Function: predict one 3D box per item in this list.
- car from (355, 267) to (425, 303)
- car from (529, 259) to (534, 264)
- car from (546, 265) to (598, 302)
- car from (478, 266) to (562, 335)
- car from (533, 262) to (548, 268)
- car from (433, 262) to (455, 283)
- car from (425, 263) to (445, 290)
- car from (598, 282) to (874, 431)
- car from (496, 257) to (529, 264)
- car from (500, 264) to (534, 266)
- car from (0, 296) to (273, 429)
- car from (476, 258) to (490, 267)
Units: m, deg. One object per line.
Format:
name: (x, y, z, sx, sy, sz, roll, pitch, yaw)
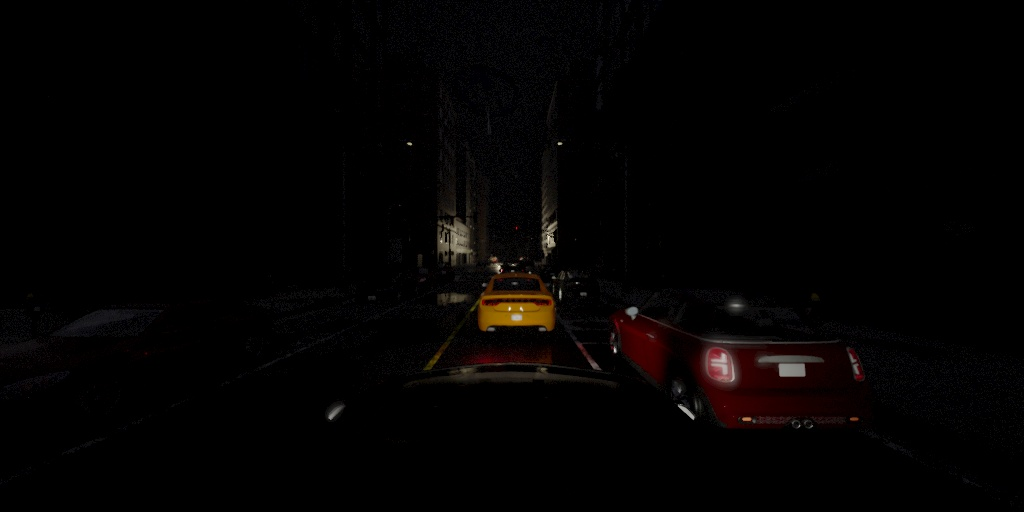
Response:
car: (-5.640, 1.311, 16.618, 1.948, 1.339, 4.313, 0, 0, 0)
car: (3.013, 1.207, 64.693, 1.967, 1.591, 4.097, 0, 0, 0)
car: (2.885, 1.295, 16.601, 2.007, 1.370, 4.403, 0, 0, 0)
car: (0.114, 1.224, 10.486, 1.882, 1.535, 5.008, 0, 0, 0)
car: (2.907, 1.308, 27.604, 1.948, 1.339, 4.313, 0, 0, 0)
car: (-5.619, 1.182, 27.621, 1.967, 1.591, 4.097, 0, 0, 0)
car: (-5.630, 1.325, 22.119, 1.802, 1.307, 4.207, 0, 0, 0)
car: (2.864, 1.188, 5.599, 1.967, 1.591, 4.097, 0, 0, 0)
car: (0.081, 1.095, 28.207, 2.097, 1.767, 4.553, 0, 0, 1)
car: (0.135, 1.308, 19.475, 1.994, 1.385, 4.181, 0, 0, 0)
car: (-5.661, 1.330, 5.616, 1.802, 1.307, 4.207, 0, 0, 0)
car: (-5.512, 1.349, 64.722, 1.802, 1.307, 4.207, 0, 0, 0)
